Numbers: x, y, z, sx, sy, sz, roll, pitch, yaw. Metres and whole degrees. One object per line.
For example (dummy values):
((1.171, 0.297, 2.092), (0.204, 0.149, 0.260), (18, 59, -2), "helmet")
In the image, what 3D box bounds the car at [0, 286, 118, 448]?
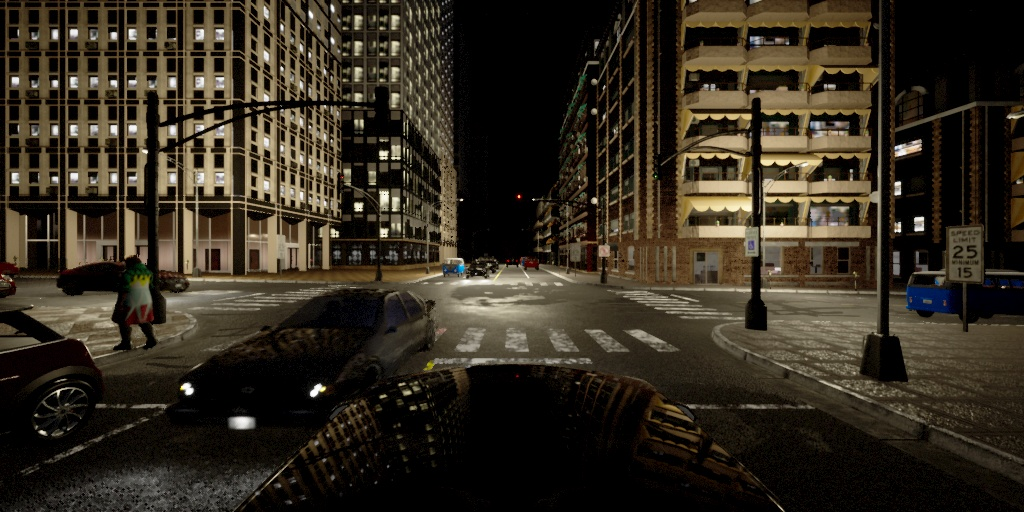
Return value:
((-5.689, 1.190, 2.323), (1.967, 1.591, 4.097), (0, 0, 0), "car")

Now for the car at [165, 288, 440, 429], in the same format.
((-2.646, 1.300, 6.277), (2.033, 1.411, 5.357), (0, 0, 2), "car")

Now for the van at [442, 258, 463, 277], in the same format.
((-5.650, 1.097, 34.797), (1.690, 1.789, 3.998), (0, 0, 0), "van")

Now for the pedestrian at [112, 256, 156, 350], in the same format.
((-7.453, 0.888, 7.080), (0.375, 1.860, 0.375), (0, 0, 0), "pedestrian")

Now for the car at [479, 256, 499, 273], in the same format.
((-3.044, 0.981, 42.878), (2.150, 2.045, 5.566), (0, 0, 1), "car")

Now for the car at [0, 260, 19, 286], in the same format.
((-21.133, 0.818, 13.109), (4.097, 1.591, 1.967), (0, 0, 0), "car")

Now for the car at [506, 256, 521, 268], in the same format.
((0.077, 0.994, 63.900), (2.150, 2.045, 5.566), (0, 0, 0), "car")

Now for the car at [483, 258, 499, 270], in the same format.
((-3.031, 1.118, 53.194), (2.097, 1.767, 4.553), (0, 0, 0), "car")

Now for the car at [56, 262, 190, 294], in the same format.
((-16.933, 0.981, 15.701), (4.674, 1.442, 1.812), (1, 0, 0), "car")

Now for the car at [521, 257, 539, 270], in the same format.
((2.749, 1.079, 51.441), (2.192, 1.841, 5.009), (0, 0, 0), "car")

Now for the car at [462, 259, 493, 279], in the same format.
((-3.058, 1.260, 32.756), (1.837, 1.490, 4.892), (0, 0, 0), "car")

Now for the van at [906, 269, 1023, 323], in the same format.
((16.926, 1.453, 13.013), (3.998, 1.789, 1.690), (0, 0, 0), "van")
